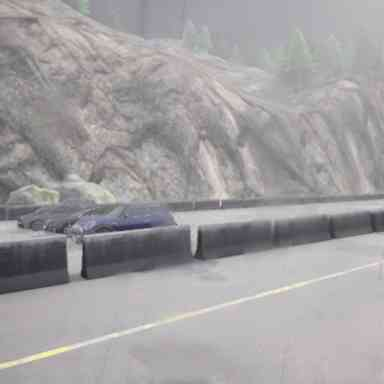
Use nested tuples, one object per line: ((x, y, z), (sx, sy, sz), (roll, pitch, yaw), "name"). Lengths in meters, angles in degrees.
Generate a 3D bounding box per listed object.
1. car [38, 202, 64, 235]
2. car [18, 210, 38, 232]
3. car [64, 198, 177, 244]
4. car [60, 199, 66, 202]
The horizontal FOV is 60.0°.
((-5.156, 1.445, 17.504), (4.892, 1.490, 1.837), (-1, 0, -35), "car")
((-7.996, 1.514, 19.777), (4.181, 1.385, 1.994), (-1, 0, -35), "car")
((-2.940, 1.290, 14.784), (4.553, 1.767, 2.097), (-1, 0, -35), "car")
((-8.718, 1.286, 23.559), (4.553, 1.767, 2.097), (-1, 0, -35), "car")
